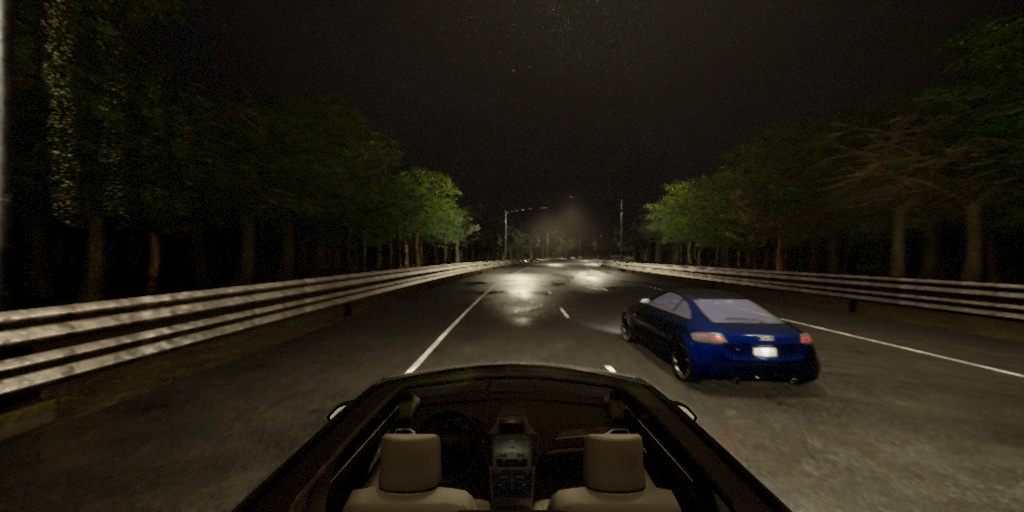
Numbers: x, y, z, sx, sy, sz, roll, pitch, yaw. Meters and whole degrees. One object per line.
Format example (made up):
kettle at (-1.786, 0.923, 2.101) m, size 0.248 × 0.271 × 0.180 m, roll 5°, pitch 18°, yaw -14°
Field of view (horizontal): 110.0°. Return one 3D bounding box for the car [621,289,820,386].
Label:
car at (3.652, 1.341, 7.150) m, size 1.994 × 1.385 × 4.181 m, roll 0°, pitch 0°, yaw 1°
